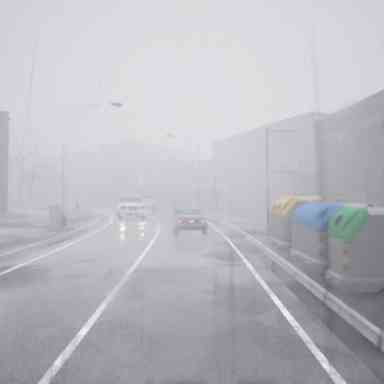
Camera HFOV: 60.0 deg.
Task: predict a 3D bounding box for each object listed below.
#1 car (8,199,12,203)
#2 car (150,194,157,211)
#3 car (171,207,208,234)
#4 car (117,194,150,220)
[{"bbox_3d":[-34.601,1.263,58.625,5.357,1.411,2.033,1,-1,15],"label":"car"},{"bbox_3d":[-6.190,1.245,40.728,2.150,2.045,5.566,1,0,-29],"label":"car"},{"bbox_3d":[-0.217,1.562,19.497,2.033,1.411,5.357,0,0,-4],"label":"car"},{"bbox_3d":[-5.285,1.229,28.692,2.150,2.045,5.566,1,0,-15],"label":"car"}]
